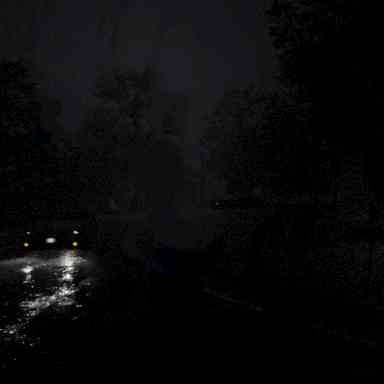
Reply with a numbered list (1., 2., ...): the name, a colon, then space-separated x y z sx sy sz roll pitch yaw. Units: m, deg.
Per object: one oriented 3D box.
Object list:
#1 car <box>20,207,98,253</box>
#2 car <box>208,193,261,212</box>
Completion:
1. car: -4.639 1.248 12.145 1.994 1.385 4.181 0 1 -9
2. car: 3.784 0.886 29.750 5.008 1.535 1.882 0 1 -24
